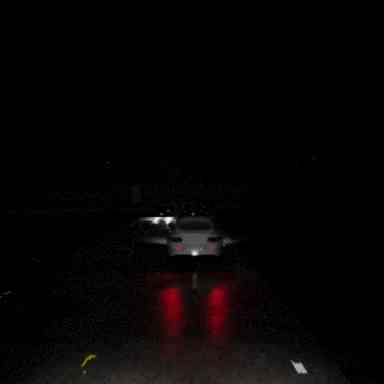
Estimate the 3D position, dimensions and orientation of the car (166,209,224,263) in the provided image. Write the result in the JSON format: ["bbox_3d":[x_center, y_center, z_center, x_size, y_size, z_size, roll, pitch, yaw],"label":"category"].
[{"bbox_3d":[0.084,1.546,11.987,1.812,1.442,4.674,0,0,0],"label":"car"}]

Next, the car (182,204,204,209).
[{"bbox_3d":[0.093,1.652,27.611,1.994,1.385,4.181,0,0,0],"label":"car"}]

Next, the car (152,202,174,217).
[{"bbox_3d":[-2.798,1.665,33.235,2.033,1.411,5.357,0,0,0],"label":"car"}]
